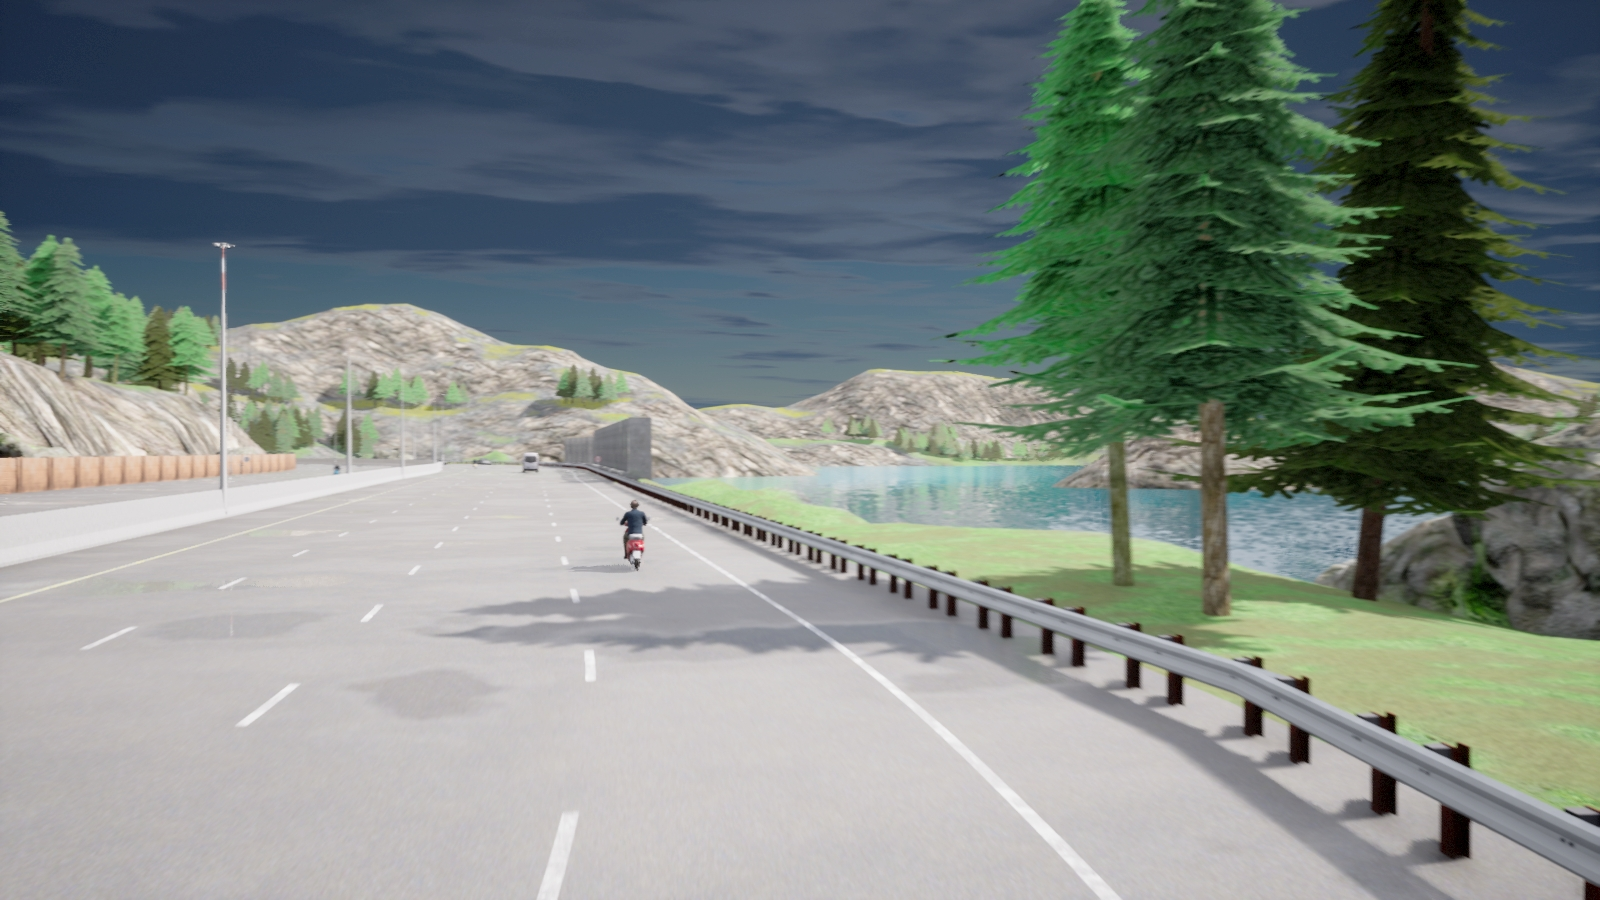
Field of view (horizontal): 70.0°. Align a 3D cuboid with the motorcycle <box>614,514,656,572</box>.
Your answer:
[{"bbox_3d":[-3.962,2.195,27.336,0.856,1.236,1.805,0,0,-12],"label":"motorcycle"}]
